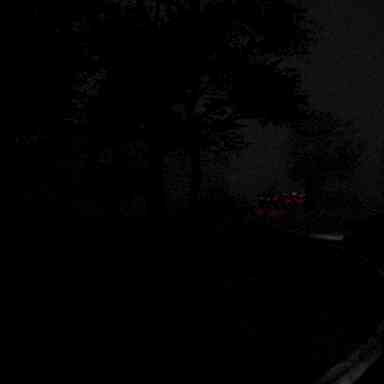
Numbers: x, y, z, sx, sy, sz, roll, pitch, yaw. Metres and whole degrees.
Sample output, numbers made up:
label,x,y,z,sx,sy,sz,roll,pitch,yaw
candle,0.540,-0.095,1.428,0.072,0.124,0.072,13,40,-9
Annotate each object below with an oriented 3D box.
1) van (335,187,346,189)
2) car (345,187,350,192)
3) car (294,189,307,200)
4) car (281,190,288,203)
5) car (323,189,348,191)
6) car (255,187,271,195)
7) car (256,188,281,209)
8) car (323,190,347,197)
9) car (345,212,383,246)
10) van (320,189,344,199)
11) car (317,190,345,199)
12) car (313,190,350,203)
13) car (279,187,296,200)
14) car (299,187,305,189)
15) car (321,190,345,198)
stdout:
label,x,y,z,sx,sy,sz,roll,pitch,yaw
van,23.585,0.622,57.073,4.442,1.987,1.878,1,2,23
car,24.786,0.540,59.545,5.566,2.045,2.435,1,2,23
car,20.962,0.684,62.862,1.837,1.490,4.892,1,2,24
car,13.811,0.872,53.444,1.837,1.490,4.892,1,1,23
car,22.643,0.786,54.481,4.553,1.767,2.185,1,2,23
car,17.249,0.028,82.806,2.097,1.535,5.008,1,2,27
car,9.374,0.878,40.399,2.150,2.045,5.566,1,2,15
car,34.038,0.241,79.175,4.892,1.521,2.231,1,2,28
car,8.013,1.557,13.289,1.837,1.490,4.892,3,0,-4
van,28.125,0.374,66.872,4.442,1.987,1.878,1,2,25
car,29.005,0.521,69.483,5.366,1.575,1.946,1,2,26
car,21.531,0.970,51.964,4.892,1.521,2.231,1,2,23
car,18.101,0.478,63.801,2.097,1.767,4.553,1,2,24
car,25.258,0.022,72.313,2.150,2.045,5.566,1,2,26
car,31.532,0.416,74.326,4.792,1.488,2.163,1,2,27
